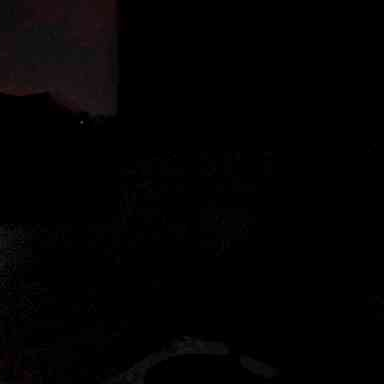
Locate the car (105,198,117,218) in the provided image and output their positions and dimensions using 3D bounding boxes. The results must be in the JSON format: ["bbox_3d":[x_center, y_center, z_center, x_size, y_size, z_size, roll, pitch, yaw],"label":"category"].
[{"bbox_3d":[-6.627,1.465,32.011,2.192,1.841,5.009,-1,-1,35],"label":"car"}]

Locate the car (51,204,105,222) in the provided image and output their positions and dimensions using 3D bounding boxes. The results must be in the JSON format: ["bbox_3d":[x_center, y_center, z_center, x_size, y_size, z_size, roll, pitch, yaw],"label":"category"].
[{"bbox_3d":[-9.769,1.673,27.583,1.947,1.339,4.313,-1,-1,35],"label":"car"}]

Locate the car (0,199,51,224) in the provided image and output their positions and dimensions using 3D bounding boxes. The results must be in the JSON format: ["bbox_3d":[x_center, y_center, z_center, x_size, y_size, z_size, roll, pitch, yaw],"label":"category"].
[{"bbox_3d":[-12.912,1.380,23.162,2.192,1.841,5.009,-1,-1,35],"label":"car"}]
